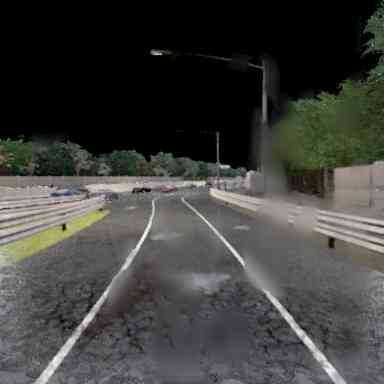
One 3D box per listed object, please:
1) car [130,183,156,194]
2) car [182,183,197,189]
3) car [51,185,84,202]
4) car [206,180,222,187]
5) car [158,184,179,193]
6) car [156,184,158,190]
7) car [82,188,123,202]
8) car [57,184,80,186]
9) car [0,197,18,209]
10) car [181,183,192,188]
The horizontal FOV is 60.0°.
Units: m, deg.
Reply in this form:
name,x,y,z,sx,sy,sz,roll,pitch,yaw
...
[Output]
name,x,y,z,sx,sy,sz,roll,pitch,yaw
car,-8.456,-0.422,57.048,1.882,1.535,5.008,0,2,18
car,-0.218,-1.480,82.751,2.128,1.511,4.902,0,2,18
car,-14.256,0.355,38.981,1.882,1.535,5.008,0,2,18
car,6.136,-1.896,91.212,1.837,1.490,4.892,0,2,18
car,-3.903,-0.518,59.773,1.812,1.442,4.674,0,2,18
car,-7.211,-0.980,72.377,1.994,1.385,4.181,0,2,18
car,-10.313,0.361,39.809,2.033,1.411,5.357,0,2,18
car,-16.048,-0.127,44.837,2.150,2.045,5.566,0,2,18
car,-15.206,0.832,24.553,2.097,1.767,4.553,0,3,18
car,-1.439,-1.787,90.483,1.812,1.442,4.674,0,2,18
